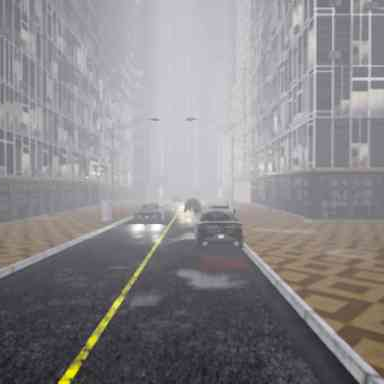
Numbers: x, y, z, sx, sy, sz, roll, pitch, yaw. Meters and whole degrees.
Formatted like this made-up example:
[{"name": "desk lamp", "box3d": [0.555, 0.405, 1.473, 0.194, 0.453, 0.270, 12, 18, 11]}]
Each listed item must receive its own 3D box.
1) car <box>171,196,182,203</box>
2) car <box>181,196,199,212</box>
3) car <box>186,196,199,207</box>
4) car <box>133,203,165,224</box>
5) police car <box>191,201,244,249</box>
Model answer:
[{"name": "car", "box3d": [-2.997, 1.449, 65.768, 1.812, 1.442, 4.674, 0, 0, 0]}, {"name": "car", "box3d": [0.055, 1.448, 37.509, 1.837, 1.490, 4.892, 0, 0, 0]}, {"name": "car", "box3d": [0.018, 1.409, 50.823, 1.882, 1.535, 5.008, 0, 0, 0]}, {"name": "car", "box3d": [-3.092, 1.523, 24.621, 1.994, 1.385, 4.181, 0, 0, 0]}, {"name": "police car", "box3d": [1.054, 1.399, 14.663, 1.930, 1.638, 5.238, 0, 0, 0]}]
